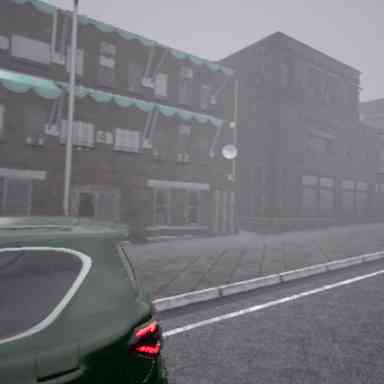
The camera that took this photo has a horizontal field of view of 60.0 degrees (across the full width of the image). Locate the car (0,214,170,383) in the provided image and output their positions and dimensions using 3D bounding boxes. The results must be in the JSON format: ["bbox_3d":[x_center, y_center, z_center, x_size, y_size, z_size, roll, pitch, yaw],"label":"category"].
[{"bbox_3d":[-2.778,1.222,1.704,5.566,2.045,2.150,0,0,-35],"label":"car"}]
